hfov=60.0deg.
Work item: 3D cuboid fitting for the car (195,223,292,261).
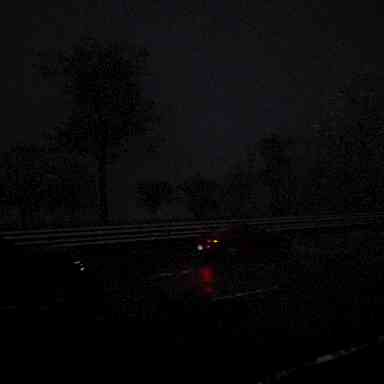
[{"bbox_3d":[2.340,2.142,15.010,4.674,1.442,1.812,0,-3,-29],"label":"car"}]

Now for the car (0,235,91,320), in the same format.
[{"bbox_3d":[-5.052,1.671,6.933,5.566,2.045,2.150,0,-3,-29],"label":"car"}]
